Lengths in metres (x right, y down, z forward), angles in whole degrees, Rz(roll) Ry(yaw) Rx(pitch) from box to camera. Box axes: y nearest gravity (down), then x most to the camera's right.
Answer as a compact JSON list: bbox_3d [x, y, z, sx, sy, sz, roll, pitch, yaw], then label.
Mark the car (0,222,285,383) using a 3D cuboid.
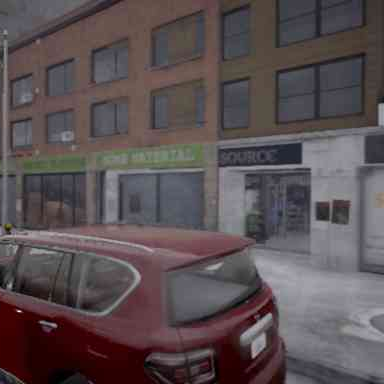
[{"bbox_3d":[-1.408,1.312,4.072,5.009,1.841,2.192,0,1,35],"label":"car"}]
